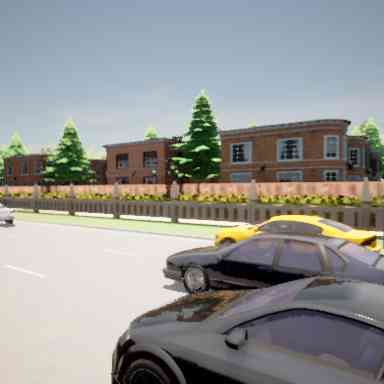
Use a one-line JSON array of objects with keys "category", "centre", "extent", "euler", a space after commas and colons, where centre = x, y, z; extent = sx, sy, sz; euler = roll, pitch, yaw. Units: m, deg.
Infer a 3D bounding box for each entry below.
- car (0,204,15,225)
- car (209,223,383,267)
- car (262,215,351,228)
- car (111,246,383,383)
[{"category": "car", "centre": [-13.728, 1.455, 22.361], "extent": [4.674, 1.442, 1.812], "euler": [0, 0, 35]}, {"category": "car", "centre": [1.926, 1.541, 6.917], "extent": [5.357, 1.411, 2.033], "euler": [0, 0, 35]}, {"category": "car", "centre": [3.031, 1.467, 10.426], "extent": [5.008, 1.535, 1.882], "euler": [0, 0, 35]}, {"category": "car", "centre": [1.189, 1.562, 3.145], "extent": [4.181, 1.385, 1.994], "euler": [0, 0, 35]}]
